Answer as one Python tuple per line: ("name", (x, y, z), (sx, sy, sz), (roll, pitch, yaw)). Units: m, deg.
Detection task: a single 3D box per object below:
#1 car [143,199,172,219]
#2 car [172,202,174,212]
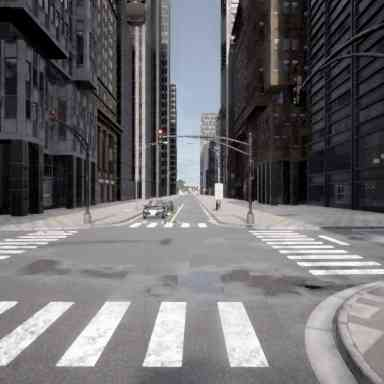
("car", (-3.176, 1.500, 29.438), (2.128, 1.511, 4.902), (0, 0, 0))
("car", (-3.204, 1.578, 39.504), (1.994, 1.385, 4.181), (0, 0, -1))
